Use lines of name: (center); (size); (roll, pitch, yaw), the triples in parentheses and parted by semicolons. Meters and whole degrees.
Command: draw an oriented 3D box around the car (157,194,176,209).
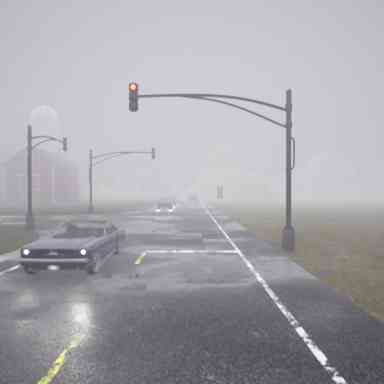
car: (-3.572, 1.441, 45.088); (1.882, 1.535, 5.008); (0, 0, 0)

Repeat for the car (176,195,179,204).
car: (-3.559, 1.512, 54.982); (1.994, 1.385, 4.181); (0, 0, 0)

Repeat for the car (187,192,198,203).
car: (0.145, 1.145, 69.602); (2.150, 2.045, 5.566); (0, 0, 0)

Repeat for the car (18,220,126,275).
car: (-3.466, 1.597, 10.548); (1.895, 1.301, 4.718); (0, 0, 0)

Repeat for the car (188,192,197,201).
car: (0.055, 1.110, 85.531); (2.150, 2.045, 5.566); (0, 0, 0)
